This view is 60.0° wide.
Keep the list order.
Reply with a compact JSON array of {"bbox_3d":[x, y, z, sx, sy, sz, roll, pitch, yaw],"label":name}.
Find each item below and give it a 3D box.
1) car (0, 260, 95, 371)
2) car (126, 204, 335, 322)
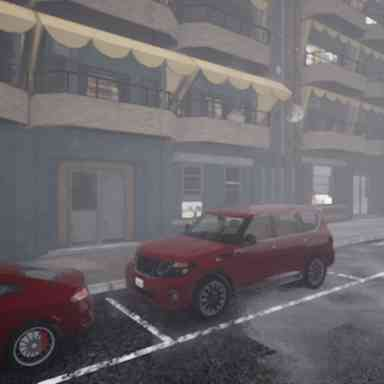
[{"bbox_3d":[-3.377,1.588,4.135,4.206,1.307,1.802,-1,2,-35],"label":"car"},{"bbox_3d":[1.118,1.246,7.337,5.009,1.841,2.192,-1,2,-35],"label":"car"}]
